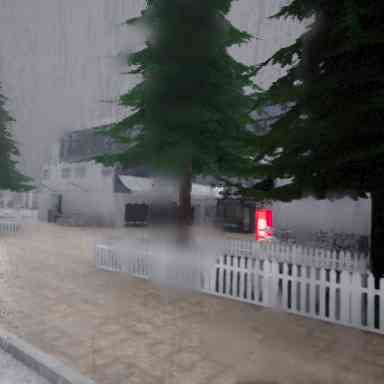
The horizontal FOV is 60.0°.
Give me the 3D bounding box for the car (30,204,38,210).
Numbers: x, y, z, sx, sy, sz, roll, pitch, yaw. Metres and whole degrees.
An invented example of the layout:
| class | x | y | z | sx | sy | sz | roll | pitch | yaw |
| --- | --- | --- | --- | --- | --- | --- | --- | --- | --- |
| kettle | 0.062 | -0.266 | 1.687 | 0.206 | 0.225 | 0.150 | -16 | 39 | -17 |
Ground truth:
| class | x | y | z | sx | sy | sz | roll | pitch | yaw |
| --- | --- | --- | --- | --- | --- | --- | --- | --- | --- |
| car | -36.354 | 3.641 | 78.629 | 4.514 | 1.523 | 2.007 | 0 | -3 | 39 |
